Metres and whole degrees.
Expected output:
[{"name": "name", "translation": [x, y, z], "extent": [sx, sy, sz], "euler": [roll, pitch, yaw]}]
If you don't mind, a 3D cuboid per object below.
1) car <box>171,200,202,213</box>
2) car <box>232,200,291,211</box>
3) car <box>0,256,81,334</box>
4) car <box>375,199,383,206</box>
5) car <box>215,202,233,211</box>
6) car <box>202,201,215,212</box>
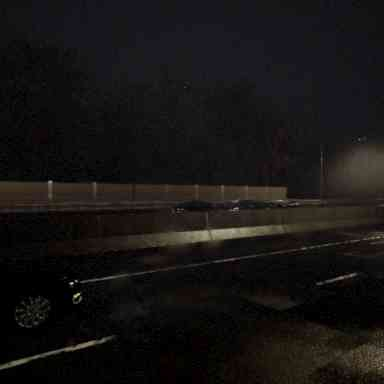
[{"name": "car", "translation": [0.123, 1.613, 34.175], "extent": [4.892, 1.490, 1.837], "euler": [0, 0, -35]}, {"name": "car", "translation": [5.680, 1.612, 25.246], "extent": [4.892, 1.490, 1.837], "euler": [1, 0, -35]}, {"name": "car", "translation": [-4.250, 1.502, 5.141], "extent": [4.892, 1.490, 1.837], "euler": [0, 0, -36]}, {"name": "car", "translation": [33.753, 1.900, 58.086], "extent": [4.181, 1.385, 1.994], "euler": [0, 0, -35]}, {"name": "car", "translation": [4.660, 1.465, 28.815], "extent": [4.553, 1.767, 2.097], "euler": [0, 0, -35]}, {"name": "car", "translation": [3.474, 1.682, 32.265], "extent": [4.181, 1.385, 1.994], "euler": [0, 0, -35]}]
